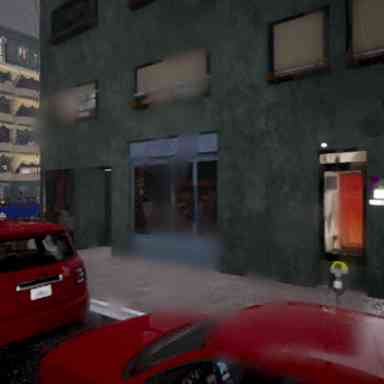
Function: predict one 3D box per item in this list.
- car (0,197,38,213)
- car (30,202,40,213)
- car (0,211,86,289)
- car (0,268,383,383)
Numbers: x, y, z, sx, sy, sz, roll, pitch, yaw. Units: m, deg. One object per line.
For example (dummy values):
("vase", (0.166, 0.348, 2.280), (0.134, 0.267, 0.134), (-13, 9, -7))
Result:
("car", (-15.047, 1.541, 28.643), (1.882, 1.535, 5.008), (0, 1, 35))
("car", (-9.838, 1.599, 25.965), (1.947, 1.339, 4.313), (1, 1, 35))
("car", (-3.855, 1.383, 5.612), (5.009, 1.841, 2.192), (-1, 0, 35))
("car", (0.650, 1.553, 2.403), (4.507, 1.381, 1.887), (-1, 0, 35))
